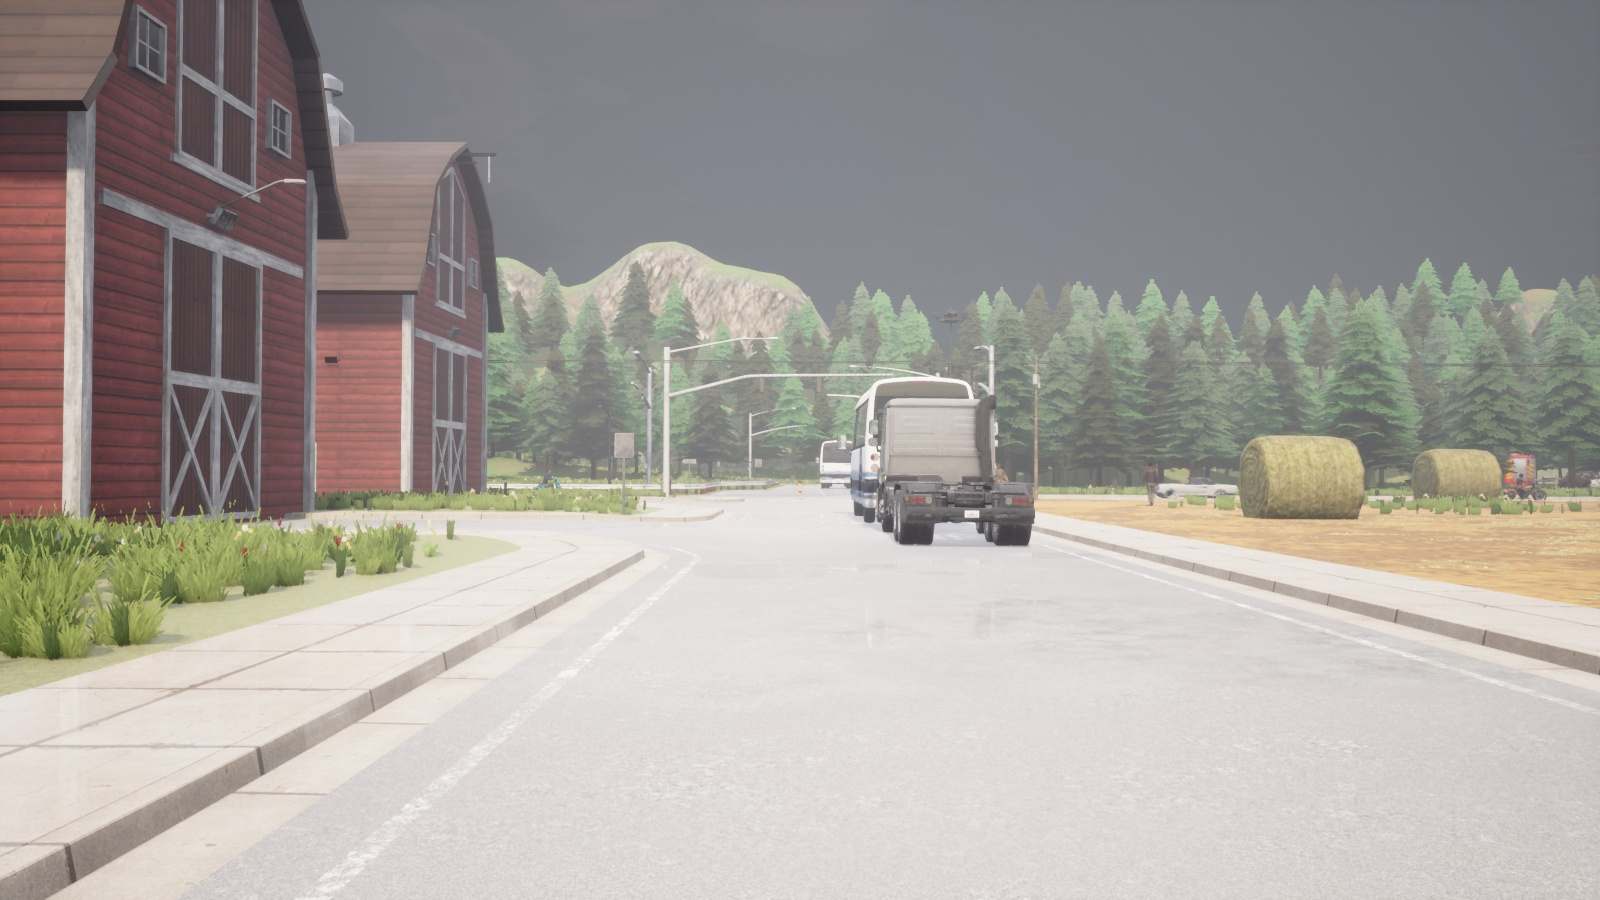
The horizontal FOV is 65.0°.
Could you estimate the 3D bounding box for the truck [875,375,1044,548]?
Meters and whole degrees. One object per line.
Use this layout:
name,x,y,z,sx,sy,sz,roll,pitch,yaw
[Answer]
truck,3.448,0.292,29.228,2.891,3.462,7.936,0,-1,0

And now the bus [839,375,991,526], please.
bus,3.420,0.106,40.695,3.944,4.253,10.273,0,-1,0

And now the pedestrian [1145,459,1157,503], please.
pedestrian,14.520,1.279,51.965,0.431,1.840,0.703,-1,-1,20

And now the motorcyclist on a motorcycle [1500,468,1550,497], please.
motorcyclist on a motorcycle,40.897,1.814,70.807,2.350,1.649,0.766,0,-1,1

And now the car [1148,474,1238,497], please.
car,23.296,2.098,74.590,4.718,1.301,1.895,0,-1,1
